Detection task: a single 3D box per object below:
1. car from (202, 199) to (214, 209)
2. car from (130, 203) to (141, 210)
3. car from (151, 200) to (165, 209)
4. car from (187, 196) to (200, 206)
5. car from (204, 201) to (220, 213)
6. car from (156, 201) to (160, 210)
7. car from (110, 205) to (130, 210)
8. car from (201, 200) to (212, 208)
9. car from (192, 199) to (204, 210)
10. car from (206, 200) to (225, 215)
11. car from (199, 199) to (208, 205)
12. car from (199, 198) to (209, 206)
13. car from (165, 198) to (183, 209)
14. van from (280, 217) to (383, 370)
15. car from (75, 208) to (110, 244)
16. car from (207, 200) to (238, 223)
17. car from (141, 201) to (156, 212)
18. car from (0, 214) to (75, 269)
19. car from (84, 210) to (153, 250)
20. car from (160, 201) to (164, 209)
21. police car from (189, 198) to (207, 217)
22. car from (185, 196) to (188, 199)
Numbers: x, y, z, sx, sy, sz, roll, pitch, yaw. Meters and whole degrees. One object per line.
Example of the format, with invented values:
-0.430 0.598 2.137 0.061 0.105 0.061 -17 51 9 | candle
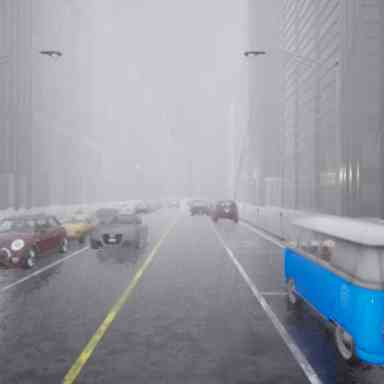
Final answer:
2.711 2.022 56.744 1.967 1.590 4.097 0 -1 0 | car
-5.788 1.810 28.175 1.752 1.417 4.829 0 -1 0 | car
-5.814 2.148 56.731 1.947 1.339 4.313 0 -1 0 | car
0.724 1.825 46.518 2.097 1.767 4.553 0 -1 -1 | car
2.721 2.006 45.389 1.887 1.381 4.507 0 -1 0 | car
-5.804 1.985 45.207 1.752 1.417 4.829 0 -1 0 | car
-5.783 1.795 22.669 1.947 1.339 4.313 0 -1 0 | car
2.706 2.209 62.421 1.947 1.339 4.313 0 -1 0 | car
0.852 1.994 52.752 1.801 1.575 5.366 0 -1 0 | car
2.727 1.842 39.713 1.967 1.590 4.097 0 -1 0 | car
2.690 2.393 79.452 1.947 1.339 4.313 0 -1 0 | car
2.695 2.205 73.776 1.967 1.590 4.097 0 -1 0 | car
-3.113 2.146 56.791 1.994 1.385 4.181 0 -1 0 | car
2.758 1.399 5.650 1.690 1.788 3.998 0 -1 0 | van
-5.777 1.696 16.822 1.752 1.417 4.829 0 -1 0 | car
2.737 1.601 28.359 2.192 1.841 5.009 0 -1 0 | car
-5.798 1.947 39.700 1.887 1.381 4.507 0 -1 0 | car
-5.772 1.556 11.316 1.967 1.590 4.097 0 -1 0 | car
-3.112 1.716 15.024 1.994 1.385 4.181 0 -1 0 | car
-5.809 2.066 51.054 1.887 1.381 4.507 0 -1 0 | car
0.867 1.796 36.673 1.930 1.638 5.238 0 -1 0 | police car
-0.064 2.193 71.296 2.128 1.511 4.902 0 -1 0 | car
